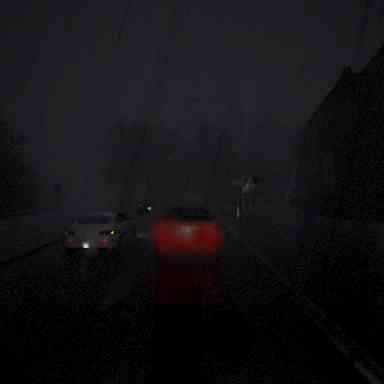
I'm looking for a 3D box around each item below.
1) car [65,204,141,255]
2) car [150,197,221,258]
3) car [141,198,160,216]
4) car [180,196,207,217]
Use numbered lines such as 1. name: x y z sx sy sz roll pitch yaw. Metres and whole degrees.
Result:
1. car: -3.285 1.380 12.562 1.812 1.442 4.674 0 1 -1
2. car: -0.073 1.205 12.296 2.097 1.767 4.553 0 1 2
3. car: -3.067 1.184 27.248 1.994 1.385 4.181 0 1 5
4. car: 0.215 1.116 27.476 1.812 1.442 4.674 0 1 5
